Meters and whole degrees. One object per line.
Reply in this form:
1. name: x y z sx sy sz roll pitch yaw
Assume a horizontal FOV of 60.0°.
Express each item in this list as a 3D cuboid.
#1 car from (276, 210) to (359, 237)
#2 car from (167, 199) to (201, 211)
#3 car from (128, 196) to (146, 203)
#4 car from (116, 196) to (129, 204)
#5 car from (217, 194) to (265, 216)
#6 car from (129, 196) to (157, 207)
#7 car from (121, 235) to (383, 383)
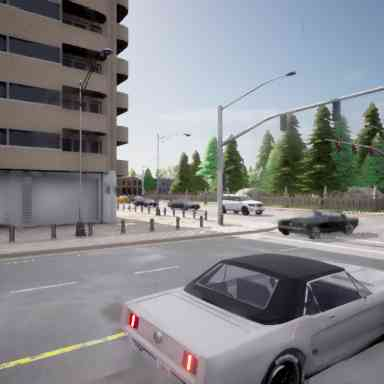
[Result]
1. car: 6.544 1.600 17.218 4.718 1.301 1.895 0 0 -35
2. car: -1.127 1.603 42.683 2.033 1.411 5.357 0 0 -36
3. car: -11.564 1.581 69.531 1.812 1.442 4.674 0 0 -36
4. car: -14.180 1.533 67.183 1.882 1.535 5.008 0 0 -36
5. car: 4.933 1.278 34.252 2.150 2.045 5.566 0 0 -36
6. car: -7.253 1.603 51.245 2.033 1.411 5.357 0 0 -36
7. car: 1.516 1.601 4.858 4.718 1.301 1.895 0 0 -35
